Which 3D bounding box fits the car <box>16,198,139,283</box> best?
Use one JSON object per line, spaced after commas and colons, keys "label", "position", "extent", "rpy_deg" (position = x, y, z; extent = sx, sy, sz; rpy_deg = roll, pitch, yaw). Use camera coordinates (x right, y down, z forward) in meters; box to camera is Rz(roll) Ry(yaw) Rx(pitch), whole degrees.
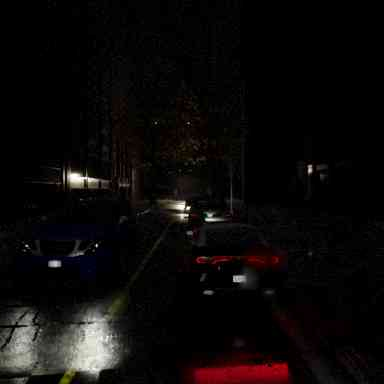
{"label": "car", "position": [-3.012, 1.223, 10.065], "extent": [2.150, 2.045, 5.566], "rpy_deg": [0, 0, 0]}

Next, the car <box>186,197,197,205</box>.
{"label": "car", "position": [-0.079, 1.646, 60.120], "extent": [1.895, 1.301, 4.718], "rpy_deg": [0, 0, 0]}

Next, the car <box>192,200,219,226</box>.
{"label": "car", "position": [0.868, 1.464, 24.899], "extent": [1.801, 1.575, 5.366], "rpy_deg": [0, 0, 0]}

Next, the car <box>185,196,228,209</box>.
{"label": "car", "position": [0.876, 1.229, 18.740], "extent": [2.150, 2.045, 5.566], "rpy_deg": [0, 0, 0]}

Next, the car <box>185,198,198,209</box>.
{"label": "car", "position": [-0.049, 1.552, 46.053], "extent": [1.812, 1.442, 4.674], "rpy_deg": [0, 0, 0]}

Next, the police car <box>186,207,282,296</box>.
{"label": "police car", "position": [0.890, 1.426, 8.819], "extent": [1.930, 1.638, 5.238], "rpy_deg": [0, 0, 0]}
